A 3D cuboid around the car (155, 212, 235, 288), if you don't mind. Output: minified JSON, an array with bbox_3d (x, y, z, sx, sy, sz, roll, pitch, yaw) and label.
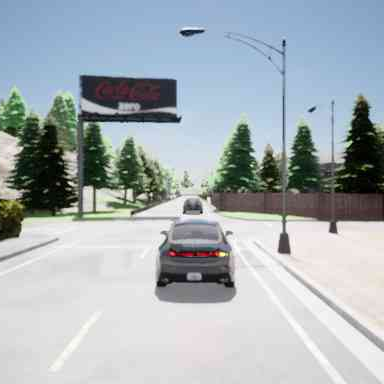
[{"bbox_3d":[0.122,1.518,9.327,1.837,1.490,4.892,0,0,2],"label":"car"}]

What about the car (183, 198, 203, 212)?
[{"bbox_3d":[0.099,1.405,37.219,2.097,1.767,4.553,0,0,0],"label":"car"}]
